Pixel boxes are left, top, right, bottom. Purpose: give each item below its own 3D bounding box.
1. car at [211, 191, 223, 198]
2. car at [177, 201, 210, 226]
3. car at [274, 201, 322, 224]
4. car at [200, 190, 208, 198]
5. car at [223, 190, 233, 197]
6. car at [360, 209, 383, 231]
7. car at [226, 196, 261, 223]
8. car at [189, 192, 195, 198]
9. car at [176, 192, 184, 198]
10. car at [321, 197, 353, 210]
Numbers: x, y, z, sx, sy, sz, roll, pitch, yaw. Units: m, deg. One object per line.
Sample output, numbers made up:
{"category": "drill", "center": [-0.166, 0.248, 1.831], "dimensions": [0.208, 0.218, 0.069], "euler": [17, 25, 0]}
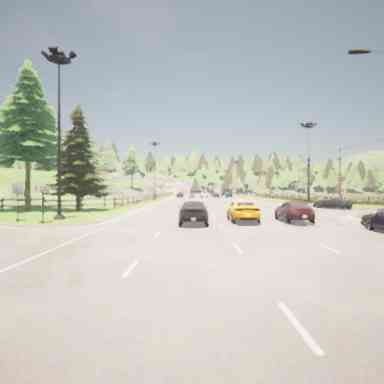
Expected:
{"category": "car", "center": [6.985, 0.896, 95.055], "dimensions": [2.033, 1.411, 5.357], "euler": [0, 0, 0]}
{"category": "car", "center": [0.096, 1.356, 22.188], "dimensions": [1.837, 1.490, 4.892], "euler": [0, 0, 0]}
{"category": "car", "center": [7.096, 1.370, 23.220], "dimensions": [1.812, 1.442, 4.674], "euler": [0, 0, 0]}
{"category": "car", "center": [3.485, 0.571, 95.083], "dimensions": [2.150, 2.045, 5.566], "euler": [0, 0, 0]}
{"category": "car", "center": [10.485, 0.846, 95.056], "dimensions": [1.837, 1.490, 4.892], "euler": [0, 0, 0]}
{"category": "car", "center": [10.597, 1.436, 16.677], "dimensions": [2.033, 1.411, 5.357], "euler": [0, 0, 0]}
{"category": "car", "center": [3.596, 1.318, 23.756], "dimensions": [1.882, 1.535, 5.008], "euler": [0, 0, 0]}
{"category": "car", "center": [-0.015, 0.949, 95.501], "dimensions": [1.895, 1.301, 4.718], "euler": [0, 0, 0]}
{"category": "car", "center": [-3.515, 0.823, 95.053], "dimensions": [1.882, 1.535, 5.008], "euler": [0, 0, 0]}
{"category": "car", "center": [16.410, 1.305, 38.787], "dimensions": [1.994, 1.385, 4.181], "euler": [0, 0, -37]}
